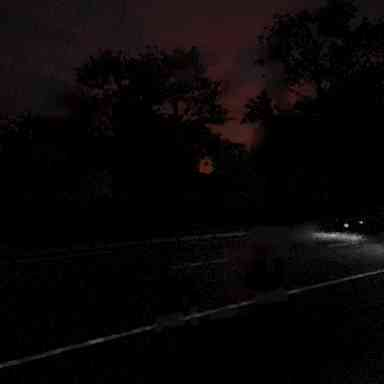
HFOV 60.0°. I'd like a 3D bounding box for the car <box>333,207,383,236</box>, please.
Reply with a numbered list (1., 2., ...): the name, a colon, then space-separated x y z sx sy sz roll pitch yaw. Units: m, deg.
1. car: 9.625 1.516 17.935 4.181 1.385 1.994 0 0 -29
